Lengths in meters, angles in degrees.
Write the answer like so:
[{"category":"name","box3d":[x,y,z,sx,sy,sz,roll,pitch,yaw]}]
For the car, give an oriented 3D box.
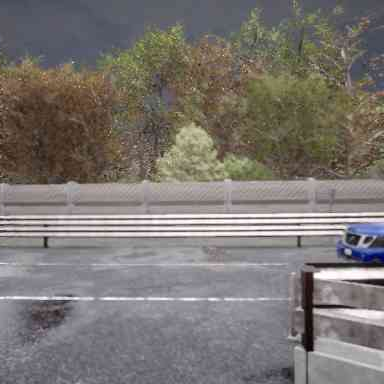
[{"category":"car","box3d":[6.897,1.203,8.936,5.566,2.045,2.150,-1,0,-2]}]
